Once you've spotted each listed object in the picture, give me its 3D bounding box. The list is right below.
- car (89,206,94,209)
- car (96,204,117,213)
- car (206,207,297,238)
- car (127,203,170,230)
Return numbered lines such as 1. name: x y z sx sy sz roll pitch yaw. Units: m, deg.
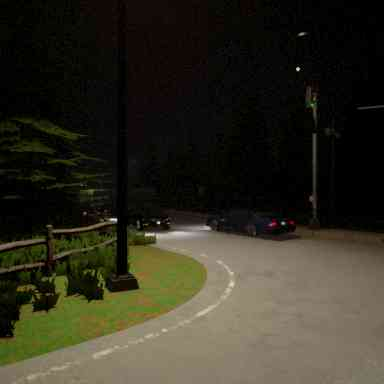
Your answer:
1. car: -11.219 1.499 39.095 1.812 1.442 4.674 0 0 -24
2. car: -7.045 1.537 29.761 1.994 1.385 4.181 0 0 -24
3. car: 2.908 1.520 17.585 2.033 1.411 5.357 0 0 -33
4. car: -2.893 1.478 20.716 1.837 1.490 4.892 0 0 -25
